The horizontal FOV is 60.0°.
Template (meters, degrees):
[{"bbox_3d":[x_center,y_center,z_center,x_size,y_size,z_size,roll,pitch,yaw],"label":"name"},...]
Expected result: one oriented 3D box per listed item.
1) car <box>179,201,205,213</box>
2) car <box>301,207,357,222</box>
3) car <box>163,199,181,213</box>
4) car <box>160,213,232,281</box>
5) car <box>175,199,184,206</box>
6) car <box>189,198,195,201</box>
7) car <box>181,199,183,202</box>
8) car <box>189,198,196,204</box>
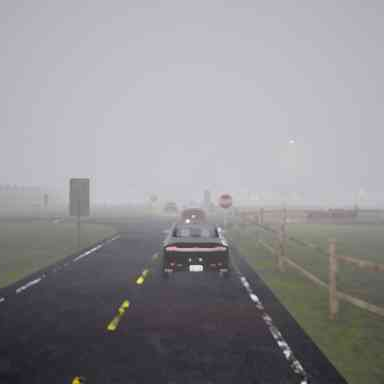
[{"bbox_3d":[0.108,1.826,28.960,1.882,1.535,5.008,0,-1,0],"label":"car"},{"bbox_3d":[12.935,2.095,31.614,4.718,1.301,1.895,0,-1,1],"label":"car"},{"bbox_3d":[-2.791,2.039,44.617,1.837,1.490,4.892,0,0,-1],"label":"car"},{"bbox_3d":[0.103,1.616,10.292,2.128,1.511,4.902,0,-1,0],"label":"car"},{"bbox_3d":[-2.723,2.358,73.593,1.882,1.535,5.008,0,-1,0],"label":"car"},{"bbox_3d":[0.027,2.504,76.693,1.895,1.301,4.718,0,-1,0],"label":"car"},{"bbox_3d":[-2.745,2.354,62.894,1.895,1.301,4.718,0,-1,0],"label":"car"},{"bbox_3d":[0.031,2.390,86.667,1.812,1.442,4.674,0,-1,0],"label":"car"}]
